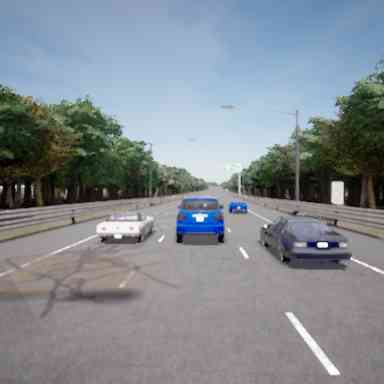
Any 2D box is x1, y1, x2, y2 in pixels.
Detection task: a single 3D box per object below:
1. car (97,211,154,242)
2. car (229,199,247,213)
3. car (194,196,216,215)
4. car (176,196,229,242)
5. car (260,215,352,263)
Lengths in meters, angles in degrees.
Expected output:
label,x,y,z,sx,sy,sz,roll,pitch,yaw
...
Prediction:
label,x,y,z,sx,sy,sz,roll,pitch,yaw
car,-3.078,1.601,16.420,1.895,1.301,4.718,0,0,2
car,5.066,1.493,37.197,1.882,1.535,5.008,0,0,4
car,1.390,1.362,34.603,2.097,1.767,4.553,0,0,4
car,0.427,1.226,16.490,2.150,2.045,5.566,0,0,2
car,3.786,1.555,11.991,2.033,1.411,5.357,0,0,1
